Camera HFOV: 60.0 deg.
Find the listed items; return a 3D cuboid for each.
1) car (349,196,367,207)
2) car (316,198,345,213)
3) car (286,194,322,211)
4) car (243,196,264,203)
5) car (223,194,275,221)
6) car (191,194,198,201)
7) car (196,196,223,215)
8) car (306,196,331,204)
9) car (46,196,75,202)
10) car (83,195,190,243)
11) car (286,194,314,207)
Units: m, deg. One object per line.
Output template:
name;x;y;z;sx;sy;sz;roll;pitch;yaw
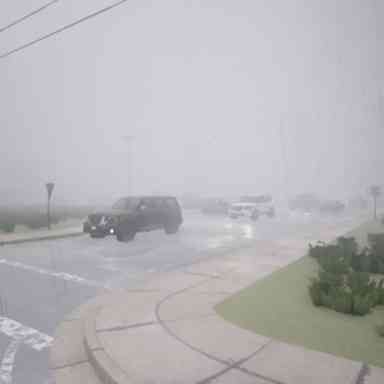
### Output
car;26.115;1.392;52.238;2.097;1.767;4.553;0;0;34
car;15.685;1.623;36.986;1.895;1.301;4.718;0;0;35
car;13.909;1.240;40.872;2.150;2.045;5.566;0;0;35
car;12.964;1.521;70.277;3.905;1.438;1.784;0;0;35
car;5.159;1.215;28.116;2.150;2.045;5.566;0;1;36
car;0.311;1.289;51.696;4.605;1.855;1.932;0;0;35
car;3.224;1.474;32.627;4.611;1.667;2.242;0;0;35
car;24.219;1.536;63.931;4.193;1.474;1.816;0;0;35
car;-20.425;1.407;51.835;5.008;1.535;1.882;0;-1;21
car;-2.708;1.209;16.665;2.150;2.045;5.566;0;0;34
car;17.009;1.331;52.524;3.866;1.878;1.905;0;0;35
